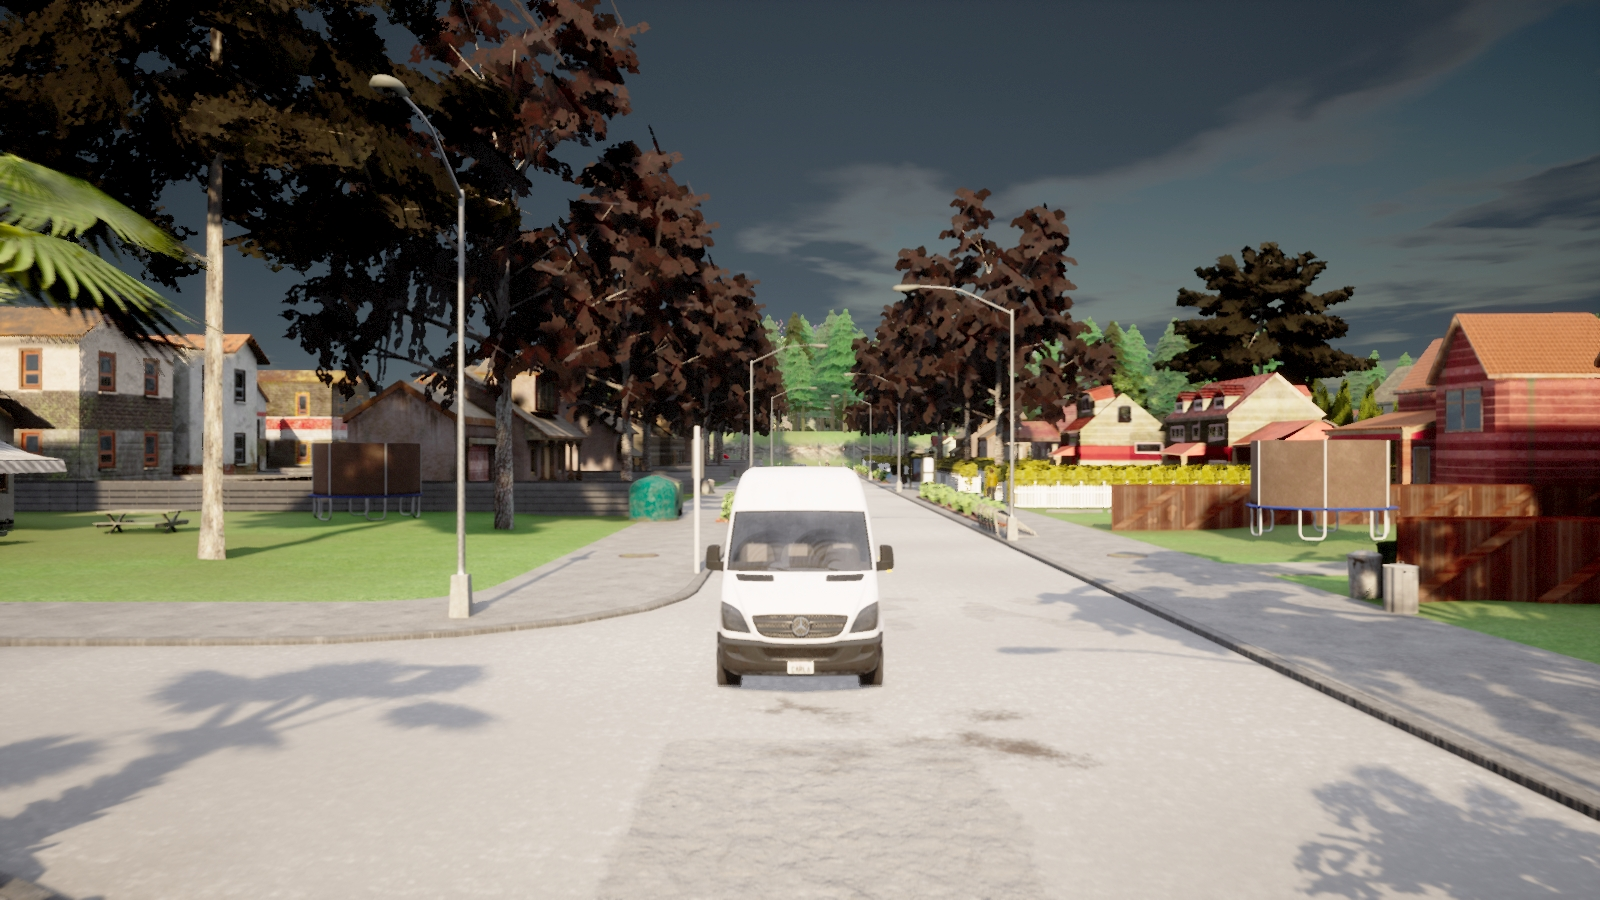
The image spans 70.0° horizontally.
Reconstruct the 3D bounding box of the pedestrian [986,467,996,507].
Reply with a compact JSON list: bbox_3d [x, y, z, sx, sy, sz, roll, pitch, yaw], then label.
[{"bbox_3d":[9.030,1.745,54.002,0.375,1.860,0.375,0,0,-11],"label":"pedestrian"}]

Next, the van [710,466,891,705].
[{"bbox_3d":[0.004,1.535,15.549,1.988,2.561,5.915,0,0,0],"label":"van"}]
